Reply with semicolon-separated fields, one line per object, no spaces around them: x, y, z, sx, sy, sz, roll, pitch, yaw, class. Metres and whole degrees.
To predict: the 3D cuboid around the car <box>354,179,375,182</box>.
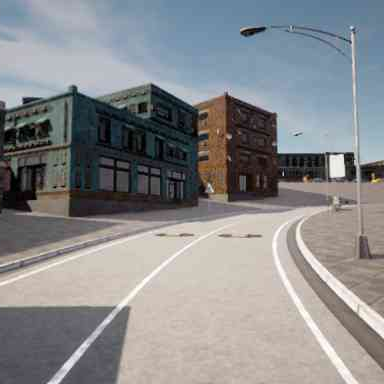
42.784;-2.670;84.207;4.674;1.452;2.002;0;-5;-3;car

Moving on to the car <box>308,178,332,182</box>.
31.727;-2.696;83.714;4.892;1.521;2.231;0;-5;-2;car

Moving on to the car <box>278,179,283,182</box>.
20.791;-2.757;83.349;4.553;1.767;2.185;0;-5;-2;car

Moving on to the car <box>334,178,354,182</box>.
37.243;-2.716;83.911;4.892;1.521;2.231;0;-5;-2;car
